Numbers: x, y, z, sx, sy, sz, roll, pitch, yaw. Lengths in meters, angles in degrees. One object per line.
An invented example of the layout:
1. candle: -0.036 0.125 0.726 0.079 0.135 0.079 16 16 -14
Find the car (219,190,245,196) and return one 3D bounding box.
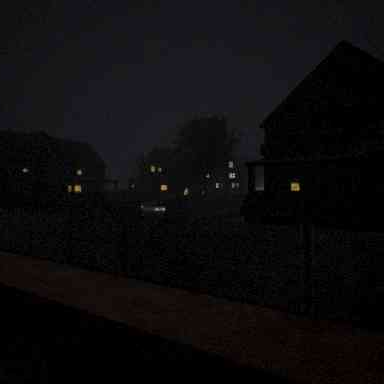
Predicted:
1. car: 5.420 0.466 45.177 1.882 1.535 5.008 1 2 35

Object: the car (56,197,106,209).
1. car: -8.521 1.112 25.805 1.994 1.385 4.181 1 2 36

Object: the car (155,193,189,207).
1. car: -1.899 0.845 35.013 1.994 1.385 4.181 1 2 37
